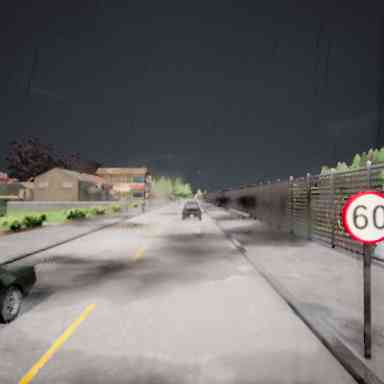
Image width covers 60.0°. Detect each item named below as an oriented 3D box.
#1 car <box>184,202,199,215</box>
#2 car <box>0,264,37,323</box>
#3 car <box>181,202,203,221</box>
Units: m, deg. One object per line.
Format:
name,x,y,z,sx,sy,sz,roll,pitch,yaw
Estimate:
car,-0.054,2.057,42.713,1.837,1.490,4.892,0,0,0
car,-4.107,1.663,4.604,1.895,1.301,4.718,0,-1,0
car,-0.009,1.920,32.126,1.837,1.490,4.892,0,-1,0
